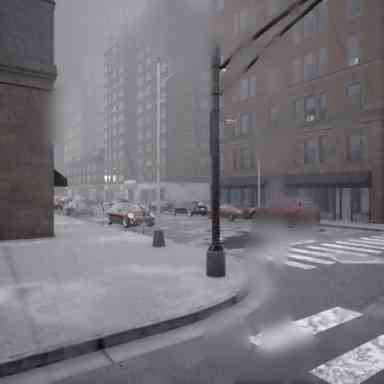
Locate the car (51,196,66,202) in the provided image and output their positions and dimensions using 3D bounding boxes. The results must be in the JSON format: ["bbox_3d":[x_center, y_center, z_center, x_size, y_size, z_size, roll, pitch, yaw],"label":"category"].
[{"bbox_3d":[-28.853,1.477,71.905,2.008,1.369,4.403,0,0,-35],"label":"car"}]

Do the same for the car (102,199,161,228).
[{"bbox_3d":[-4.054,1.430,21.789,1.967,1.590,4.097,0,0,-35],"label":"car"}]

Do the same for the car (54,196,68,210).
[{"bbox_3d":[-16.761,1.511,39.871,1.887,1.381,4.507,0,0,-35],"label":"car"}]

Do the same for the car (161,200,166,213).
[{"bbox_3d":[-3.445,1.529,35.751,2.008,1.369,4.403,0,0,-35],"label":"car"}]

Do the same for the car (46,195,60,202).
[{"bbox_3d":[-32.029,1.471,76.424,2.008,1.369,4.403,0,0,-35],"label":"car"}]

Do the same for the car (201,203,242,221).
[{"bbox_3d":[2.907,1.571,26.712,1.802,1.307,4.206,0,0,-35],"label":"car"}]

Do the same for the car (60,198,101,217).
[{"bbox_3d":[-10.407,1.529,30.830,2.008,1.369,4.403,0,0,-35],"label":"car"}]

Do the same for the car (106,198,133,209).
[{"bbox_3d":[-9.797,1.532,44.789,1.947,1.339,4.313,0,0,-35],"label":"car"}]

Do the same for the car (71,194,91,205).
[{"bbox_3d":[-19.933,1.297,59.656,2.097,1.767,4.553,0,0,-35],"label":"car"}]

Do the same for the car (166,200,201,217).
[{"bbox_3d":[-0.269,1.549,31.231,1.947,1.339,4.313,0,0,-35],"label":"car"}]

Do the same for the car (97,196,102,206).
[{"bbox_3d":[-15.899,1.457,53.972,1.837,1.490,4.892,0,0,-35],"label":"car"}]

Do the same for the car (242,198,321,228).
[{"bbox_3d":[6.084,1.309,22.193,2.192,1.841,5.009,0,0,-35],"label":"car"}]

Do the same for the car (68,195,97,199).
[{"bbox_3d":[-16.197,1.436,49.089,1.882,1.535,5.008,0,0,-35],"label":"car"}]
